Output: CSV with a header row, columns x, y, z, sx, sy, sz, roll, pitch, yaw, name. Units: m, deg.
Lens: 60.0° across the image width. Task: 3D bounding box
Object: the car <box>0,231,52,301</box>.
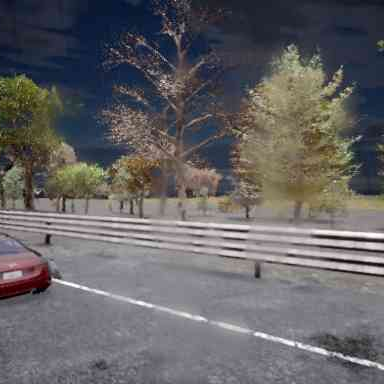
x,y,z,sx,sy,sz,roll,pitch,yaw,name
-5.127,1.607,7.727,4.181,1.385,1.994,0,0,36,car
